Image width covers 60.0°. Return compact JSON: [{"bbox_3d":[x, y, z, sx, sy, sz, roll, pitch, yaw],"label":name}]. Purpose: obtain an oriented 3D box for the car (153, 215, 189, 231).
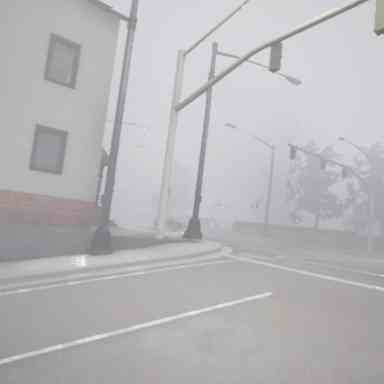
[{"bbox_3d":[-1.717,2.881,31.198,2.033,1.411,5.357,10,-6,-35],"label":"car"}]
